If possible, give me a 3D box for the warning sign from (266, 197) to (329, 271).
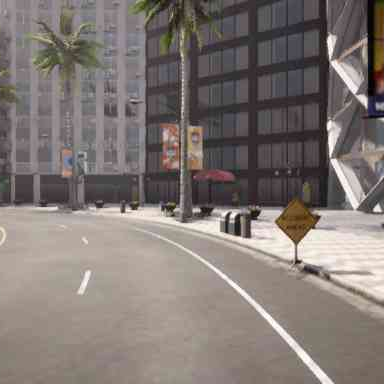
[{"bbox_3d":[2.849,1.088,9.128,1.300,1.860,1.060,0,0,-12],"label":"warning sign"}]
